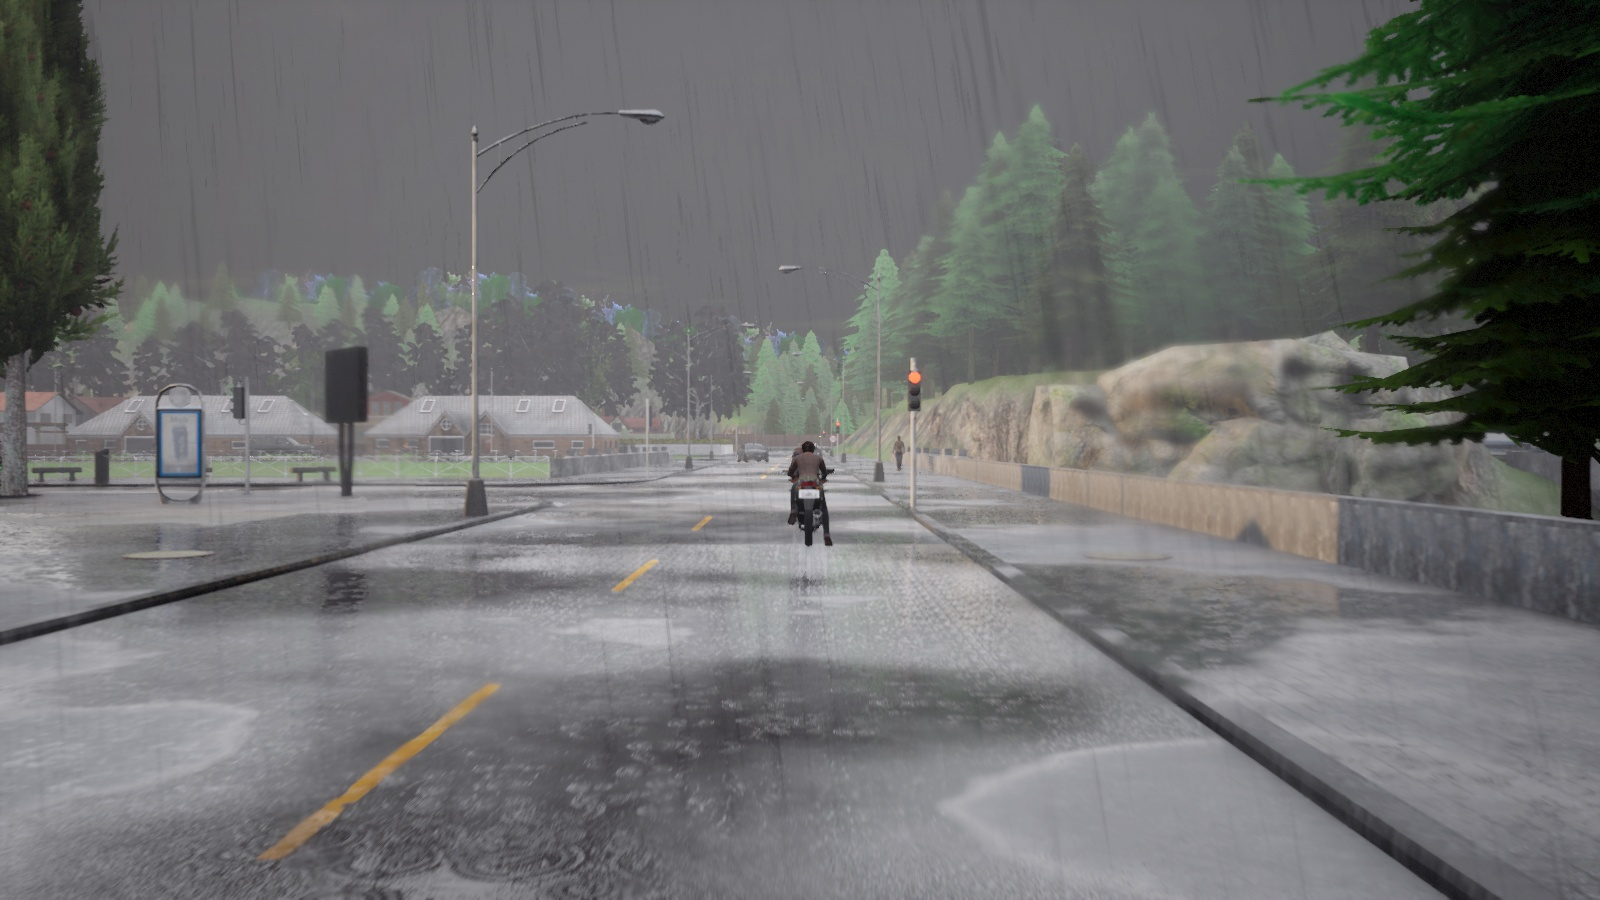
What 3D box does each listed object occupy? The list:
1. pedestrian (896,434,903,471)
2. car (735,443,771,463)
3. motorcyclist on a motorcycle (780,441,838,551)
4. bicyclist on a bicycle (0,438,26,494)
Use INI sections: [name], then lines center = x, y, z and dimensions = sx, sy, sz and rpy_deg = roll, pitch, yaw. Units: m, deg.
[pedestrian]
center = 4.809, 0.117, 60.952
dimensions = 0.328, 1.805, 0.869
rpy_deg = 0, 0, 4
[car]
center = -3.589, 0.210, 95.576
dimensions = 1.837, 1.490, 4.892
rpy_deg = 0, 0, -13
[motorcyclist on a motorcycle]
center = 0.122, 0.626, 18.278
dimensions = 0.797, 1.523, 2.044
rpy_deg = 0, 0, 0
[bicyclist on a bicycle]
center = -23.878, 0.470, 37.077
dimensions = 1.656, 1.620, 0.582
rpy_deg = -1, 0, 0
